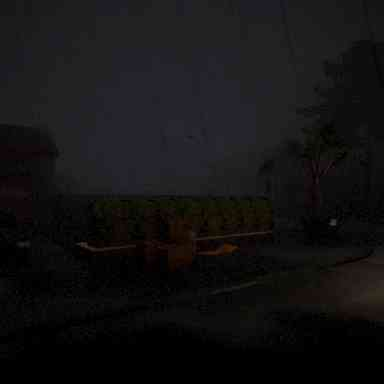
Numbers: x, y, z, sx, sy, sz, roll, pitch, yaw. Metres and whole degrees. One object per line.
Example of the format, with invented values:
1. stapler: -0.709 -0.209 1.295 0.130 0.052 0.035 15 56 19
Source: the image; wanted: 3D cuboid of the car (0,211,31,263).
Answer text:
1. car: -6.510 1.356 10.753 2.033 1.415 5.357 0 0 -33
